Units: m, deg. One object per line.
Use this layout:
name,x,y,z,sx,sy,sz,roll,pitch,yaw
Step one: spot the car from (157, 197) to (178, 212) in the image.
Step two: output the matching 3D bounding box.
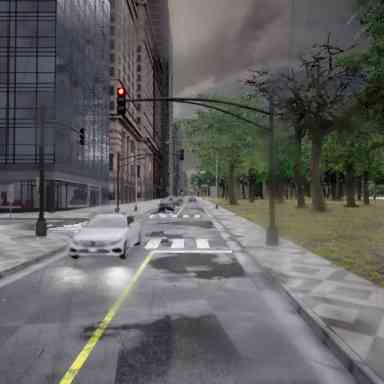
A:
car,-3.060,1.626,39.441,2.033,1.411,5.357,0,0,-4

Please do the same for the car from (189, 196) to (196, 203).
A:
car,0.134,1.773,79.451,2.128,1.511,4.902,0,0,0

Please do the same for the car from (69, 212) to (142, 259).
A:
car,-3.075,1.537,12.708,1.812,1.442,4.674,0,0,0

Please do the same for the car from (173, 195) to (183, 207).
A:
car,-2.996,1.648,55.279,1.837,1.490,4.892,0,-1,0
